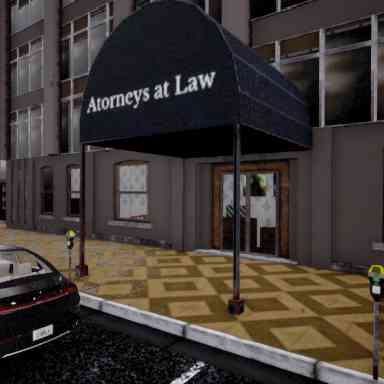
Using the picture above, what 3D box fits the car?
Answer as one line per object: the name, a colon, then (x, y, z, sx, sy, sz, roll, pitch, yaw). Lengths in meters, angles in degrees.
car: (-3.666, 1.550, 5.498, 4.403, 1.369, 2.008, 0, 0, 36)
